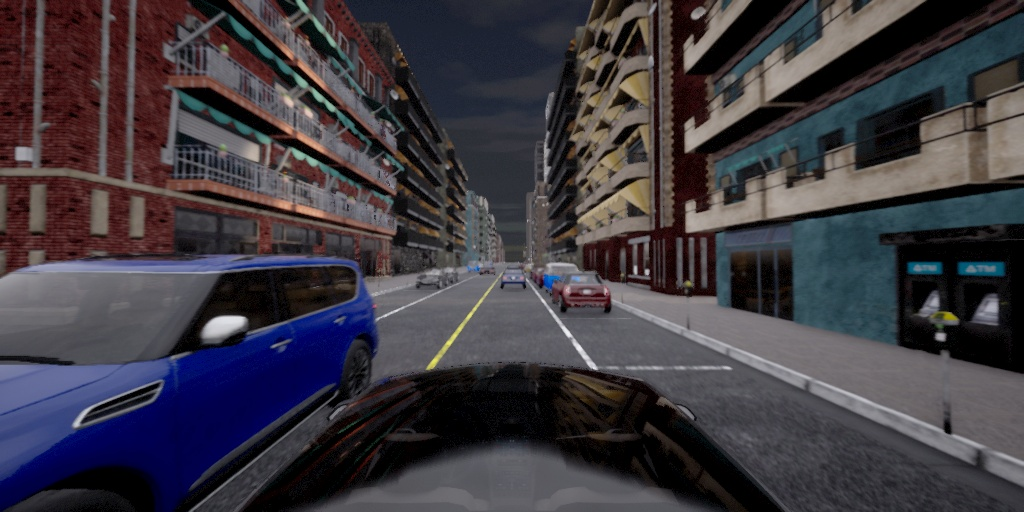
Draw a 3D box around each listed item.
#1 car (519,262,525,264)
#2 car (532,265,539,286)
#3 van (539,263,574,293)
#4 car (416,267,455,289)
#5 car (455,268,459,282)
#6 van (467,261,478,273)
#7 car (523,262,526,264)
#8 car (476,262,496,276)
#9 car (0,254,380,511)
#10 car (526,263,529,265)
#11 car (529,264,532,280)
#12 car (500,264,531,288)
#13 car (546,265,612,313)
[{"bbox_3d":[0.102,1.731,41.234,2.033,1.411,5.357,0,-1,0],"label":"car"},{"bbox_3d":[2.698,1.558,25.868,1.888,1.381,4.507,0,0,0],"label":"car"},{"bbox_3d":[2.696,1.293,20.345,1.690,1.789,3.998,0,0,0],"label":"van"},{"bbox_3d":[-5.684,1.564,25.883,2.007,1.370,4.403,0,0,0],"label":"car"},{"bbox_3d":[-5.683,1.625,31.406,2.007,1.370,4.403,0,0,0],"label":"car"},{"bbox_3d":[-5.678,1.661,53.497,1.690,1.789,3.998,0,0,0],"label":"van"},{"bbox_3d":[2.703,1.845,53.653,1.751,1.417,4.829,0,0,0],"label":"car"},{"bbox_3d":[-3.070,1.797,45.701,1.994,1.385,4.181,0,-1,0],"label":"car"},{"bbox_3d":[-3.101,0.990,3.312,2.150,2.045,5.566,0,-1,0],"label":"car"},{"bbox_3d":[2.699,1.701,36.915,1.948,1.339,4.313,0,0,0],"label":"car"},{"bbox_3d":[2.698,1.619,31.391,1.888,1.381,4.507,0,0,0],"label":"car"},{"bbox_3d":[0.098,1.573,26.968,2.033,1.411,5.357,0,-1,0],"label":"car"},{"bbox_3d":[2.695,1.332,14.822,1.967,1.591,4.097,0,0,0],"label":"car"}]
